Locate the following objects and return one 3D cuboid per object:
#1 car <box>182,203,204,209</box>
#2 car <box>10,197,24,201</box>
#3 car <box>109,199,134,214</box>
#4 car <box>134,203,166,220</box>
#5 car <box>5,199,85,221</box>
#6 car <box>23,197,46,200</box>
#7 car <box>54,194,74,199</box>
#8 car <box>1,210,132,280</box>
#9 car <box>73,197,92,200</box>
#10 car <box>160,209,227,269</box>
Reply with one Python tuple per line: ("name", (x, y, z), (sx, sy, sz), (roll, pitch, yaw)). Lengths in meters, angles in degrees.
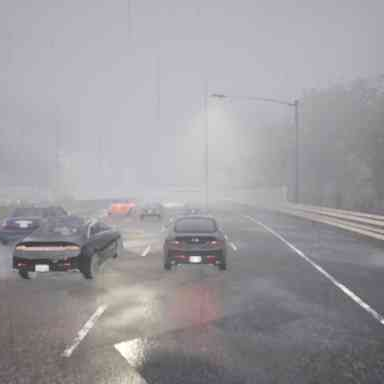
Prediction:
("car", (0.084, 1.641, 29.561), (2.033, 1.411, 5.357), (0, 0, 0))
("car", (-28.067, 1.546, 54.385), (2.097, 1.767, 4.553), (0, 0, 1))
("car", (-6.918, 1.462, 33.674), (2.097, 1.767, 4.553), (0, 0, 0))
("car", (-3.418, 1.641, 29.539), (2.033, 1.411, 5.357), (0, 0, 0))
("car", (-6.910, 1.397, 15.768), (2.097, 1.767, 4.553), (0, 0, 0))
("car", (-24.582, 1.695, 53.482), (1.837, 1.490, 4.892), (0, 0, 1))
("car", (-21.068, 1.415, 54.592), (2.150, 2.045, 5.566), (0, 0, 1))
("car", (-3.408, 1.521, 9.988), (2.128, 1.511, 4.902), (0, 0, 0))
("car", (-17.576, 1.798, 55.018), (1.895, 1.301, 4.718), (0, 0, 1))
("car", (0.092, 1.538, 11.271), (1.837, 1.490, 4.892), (0, 0, 0))
